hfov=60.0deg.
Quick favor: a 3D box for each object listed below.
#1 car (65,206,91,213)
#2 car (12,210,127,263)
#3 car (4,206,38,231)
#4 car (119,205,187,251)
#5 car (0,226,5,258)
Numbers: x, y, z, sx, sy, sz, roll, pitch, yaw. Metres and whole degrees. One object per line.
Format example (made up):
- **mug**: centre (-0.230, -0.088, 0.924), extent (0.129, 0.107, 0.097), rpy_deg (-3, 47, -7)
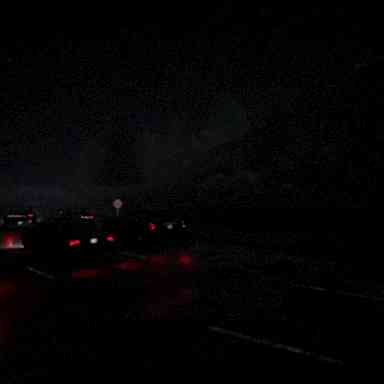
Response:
- **car**: centre (-8.237, 1.714, 23.681), extent (2.033, 1.411, 5.357), rpy_deg (0, 0, -26)
- **car**: centre (-4.848, 1.641, 12.575), extent (2.033, 1.411, 5.357), rpy_deg (0, 0, -42)
- **car**: centre (-11.491, 1.674, 22.388), extent (2.128, 1.511, 4.902), rpy_deg (0, 0, -26)
- **car**: centre (-2.312, 1.446, 15.007), extent (2.097, 1.767, 4.553), rpy_deg (0, -1, -42)
- **car**: centre (-7.503, 1.697, 10.300), extent (1.895, 1.301, 4.718), rpy_deg (0, 0, -42)
